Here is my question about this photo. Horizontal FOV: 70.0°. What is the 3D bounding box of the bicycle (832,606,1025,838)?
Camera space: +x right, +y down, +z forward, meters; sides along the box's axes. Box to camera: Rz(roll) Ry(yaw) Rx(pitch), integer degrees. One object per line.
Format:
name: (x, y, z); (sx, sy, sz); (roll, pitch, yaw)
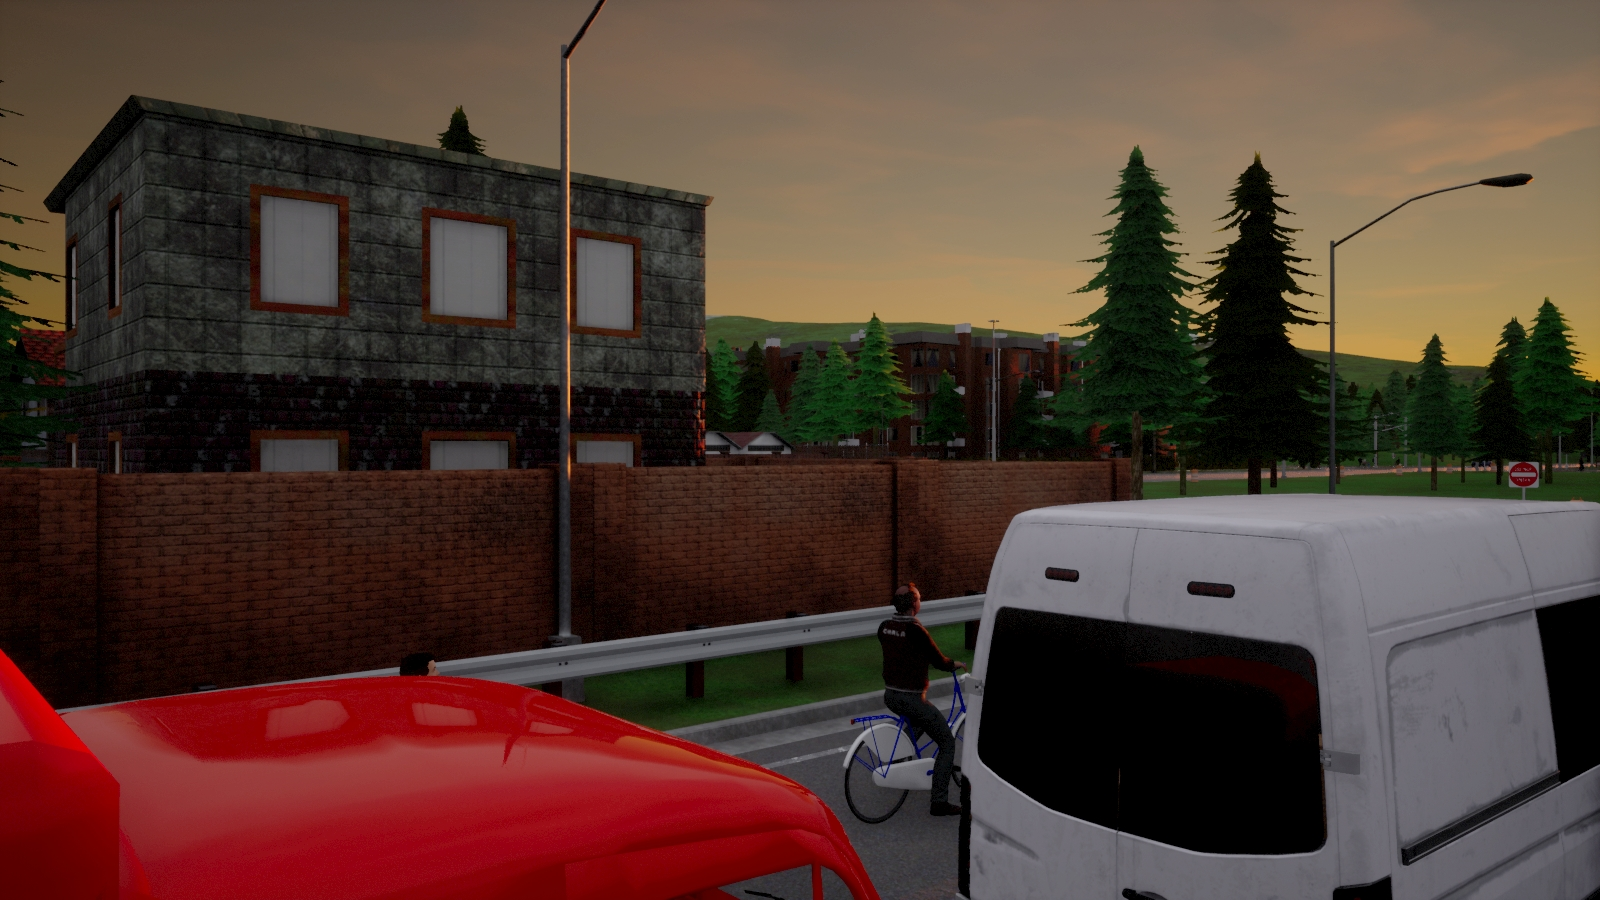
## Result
bicycle: (1.045, 2.060, 8.955); (1.835, 1.471, 0.329); (0, 0, -40)

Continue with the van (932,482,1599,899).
van: (3.509, 1.534, 6.458); (5.915, 2.561, 1.988); (0, 0, -40)

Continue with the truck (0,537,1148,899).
truck: (-2.109, 1.568, 1.686); (5.204, 2.467, 2.627); (0, 0, -40)
